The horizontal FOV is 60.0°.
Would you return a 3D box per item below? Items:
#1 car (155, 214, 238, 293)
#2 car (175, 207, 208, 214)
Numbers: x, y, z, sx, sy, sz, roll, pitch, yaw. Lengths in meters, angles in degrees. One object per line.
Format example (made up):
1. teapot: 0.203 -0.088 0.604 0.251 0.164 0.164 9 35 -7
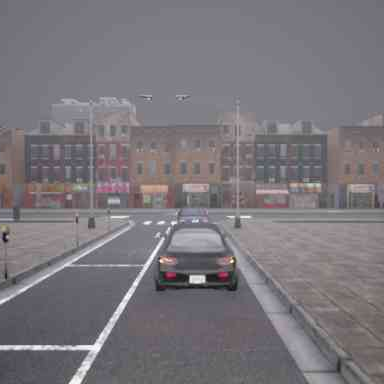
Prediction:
1. car: 0.095 1.530 8.786 1.812 1.442 4.674 0 0 0
2. car: 0.006 1.559 19.582 2.033 1.411 5.357 0 0 -2
